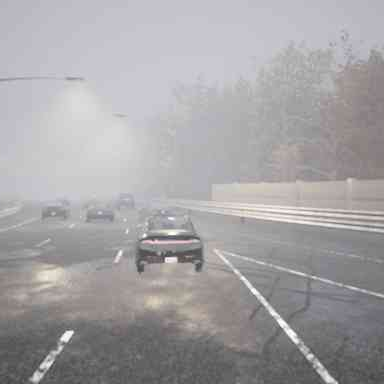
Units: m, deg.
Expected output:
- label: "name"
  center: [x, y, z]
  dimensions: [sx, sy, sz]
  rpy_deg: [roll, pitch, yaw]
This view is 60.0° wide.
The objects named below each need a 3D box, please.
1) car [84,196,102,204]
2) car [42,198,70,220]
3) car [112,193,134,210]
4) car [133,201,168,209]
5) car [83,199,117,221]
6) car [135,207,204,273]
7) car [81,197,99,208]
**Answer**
- label: "car"
  center: [-17.579, 1.457, 58.798]
  dimensions: [1.895, 1.301, 4.718]
  rpy_deg: [0, 0, -33]
- label: "car"
  center: [-11.157, 1.460, 27.424]
  dimensions: [1.812, 1.442, 4.674]
  rpy_deg: [0, 0, -16]
- label: "car"
  center: [-8.715, 1.117, 41.704]
  dimensions: [2.150, 2.045, 5.566]
  rpy_deg: [0, 0, -23]
- label: "car"
  center: [-2.852, 1.483, 25.545]
  dimensions: [2.033, 1.411, 5.357]
  rpy_deg: [0, 0, -19]
- label: "car"
  center: [-7.235, 1.499, 26.310]
  dimensions: [1.994, 1.385, 4.181]
  rpy_deg: [0, 0, -14]
- label: "car"
  center: [-0.770, 1.463, 10.644]
  dimensions: [2.128, 1.511, 4.902]
  rpy_deg: [0, 0, -6]
- label: "car"
  center: [-13.217, 1.458, 43.248]
  dimensions: [1.994, 1.385, 4.181]
  rpy_deg: [0, 0, -24]
